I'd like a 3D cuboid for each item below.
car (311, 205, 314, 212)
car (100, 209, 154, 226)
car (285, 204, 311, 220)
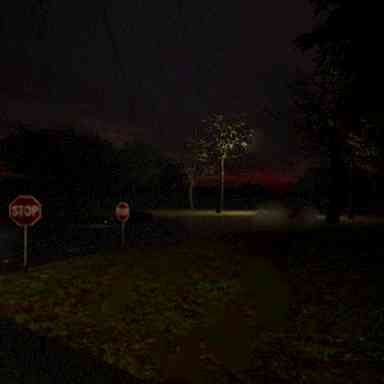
[{"bbox_3d":[25.780,3.588,74.726,2.097,1.767,4.553,1,-1,36],"label":"car"},{"bbox_3d":[-5.822,2.249,30.604,2.033,1.411,5.357,1,-1,36],"label":"car"},{"bbox_3d":[15.016,2.951,47.697,2.097,1.767,4.553,1,-1,35],"label":"car"}]
